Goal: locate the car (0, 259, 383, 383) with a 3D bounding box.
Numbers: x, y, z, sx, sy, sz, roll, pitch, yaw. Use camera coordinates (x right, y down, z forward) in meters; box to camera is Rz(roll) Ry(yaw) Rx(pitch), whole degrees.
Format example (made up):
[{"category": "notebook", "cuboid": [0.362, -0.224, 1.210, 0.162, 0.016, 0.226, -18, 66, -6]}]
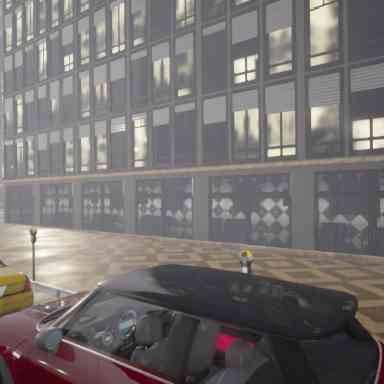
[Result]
[{"category": "car", "cuboid": [-0.326, 1.441, 3.124, 4.097, 1.590, 1.967, 0, -1, 35]}]
